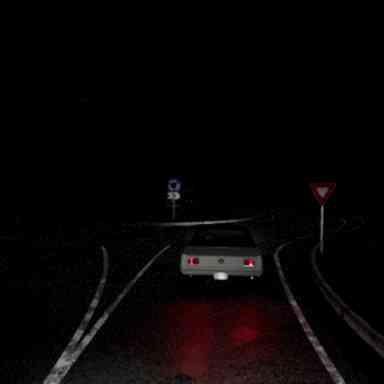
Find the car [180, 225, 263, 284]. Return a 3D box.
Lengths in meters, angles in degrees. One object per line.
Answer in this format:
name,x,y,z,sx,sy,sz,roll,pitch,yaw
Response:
car,0.893,1.588,9.598,1.895,1.301,4.718,0,0,6

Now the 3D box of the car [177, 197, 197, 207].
car,-0.767,1.388,48.406,2.033,1.411,5.357,0,-1,-16
